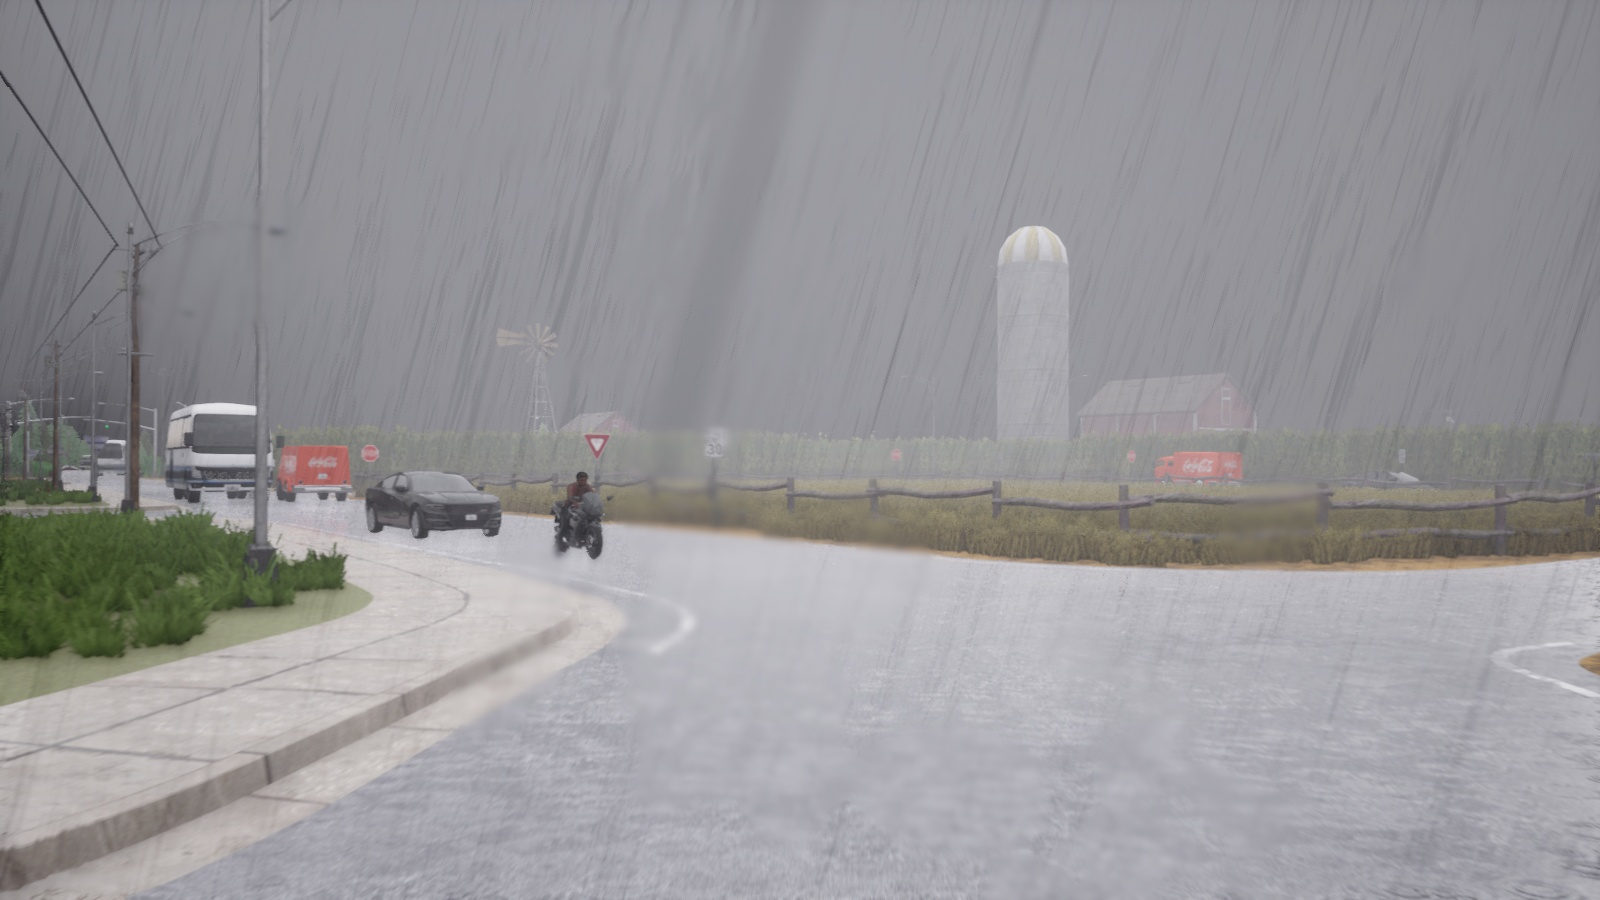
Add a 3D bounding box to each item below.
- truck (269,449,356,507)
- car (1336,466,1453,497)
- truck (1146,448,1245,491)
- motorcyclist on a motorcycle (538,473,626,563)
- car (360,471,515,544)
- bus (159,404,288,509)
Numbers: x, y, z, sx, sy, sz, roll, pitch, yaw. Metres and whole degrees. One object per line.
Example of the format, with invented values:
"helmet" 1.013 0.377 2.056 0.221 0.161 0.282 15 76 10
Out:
"truck" -21.824 1.215 56.080 2.627 2.467 5.204 0 -1 -33
"car" 29.232 1.525 61.930 2.163 1.488 4.792 0 -1 -33
"truck" 23.869 1.156 75.972 2.627 2.467 5.204 0 0 -33
"motorcyclist on a motorcycle" -3.888 1.169 22.294 0.797 1.523 2.044 0 -1 -33
"car" -8.568 1.276 29.384 1.882 1.535 5.008 0 -1 -36
"bus" -25.826 0.338 55.876 3.944 4.253 10.273 0 -1 -32
